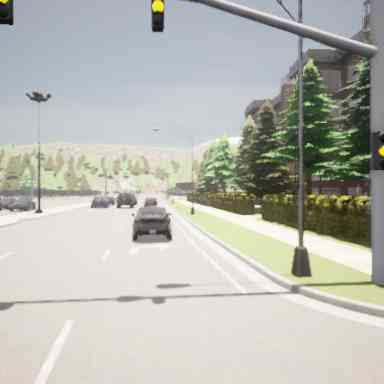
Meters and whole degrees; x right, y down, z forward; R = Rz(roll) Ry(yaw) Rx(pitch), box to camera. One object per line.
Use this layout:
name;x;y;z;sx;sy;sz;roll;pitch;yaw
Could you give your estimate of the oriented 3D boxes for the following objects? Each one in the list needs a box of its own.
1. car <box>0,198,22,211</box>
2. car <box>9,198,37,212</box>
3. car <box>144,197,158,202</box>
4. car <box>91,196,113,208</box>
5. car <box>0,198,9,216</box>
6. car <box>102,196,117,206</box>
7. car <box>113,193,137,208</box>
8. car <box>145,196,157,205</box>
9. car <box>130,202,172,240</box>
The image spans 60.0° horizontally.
car;-24.064;1.554;43.471;1.812;1.442;4.674;0;1;-6
car;-20.084;1.544;39.740;1.812;1.442;4.674;0;0;-6
car;-5.903;1.445;47.846;2.128;1.511;4.902;0;0;-7
car;-12.830;1.333;46.826;2.097;1.767;4.553;0;0;-7
car;-18.823;1.250;29.439;2.150;2.045;5.566;0;0;-6
car;-14.030;1.476;56.681;1.837;1.490;4.892;0;0;-7
car;-9.274;1.190;46.567;2.150;2.045;5.566;0;0;-7
car;-7.119;1.508;57.839;1.994;1.385;4.181;0;0;-7
car;-2.048;1.487;16.950;1.837;1.490;4.892;0;0;-8
